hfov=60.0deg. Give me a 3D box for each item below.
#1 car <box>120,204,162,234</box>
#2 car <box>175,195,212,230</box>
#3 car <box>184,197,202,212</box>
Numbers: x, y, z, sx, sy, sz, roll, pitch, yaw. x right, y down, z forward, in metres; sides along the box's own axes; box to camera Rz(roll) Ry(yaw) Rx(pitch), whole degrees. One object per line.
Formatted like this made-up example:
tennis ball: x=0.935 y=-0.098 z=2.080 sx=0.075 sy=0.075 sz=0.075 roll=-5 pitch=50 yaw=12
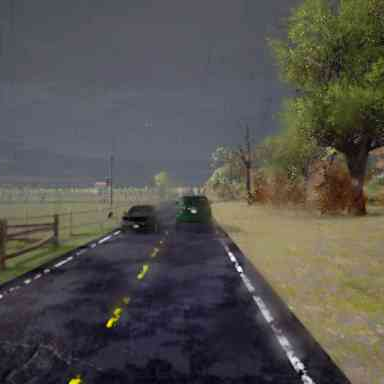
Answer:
car: x=-2.835 y=1.471 z=19.386 sx=1.882 sy=1.535 sz=5.008 roll=0 pitch=0 yaw=0
car: x=0.107 y=1.209 z=21.105 sx=2.150 sy=2.045 sz=5.566 roll=0 pitch=-1 yaw=0
car: x=0.114 y=1.448 z=39.145 sx=1.882 sy=1.535 sz=5.008 roll=0 pitch=0 yaw=0
